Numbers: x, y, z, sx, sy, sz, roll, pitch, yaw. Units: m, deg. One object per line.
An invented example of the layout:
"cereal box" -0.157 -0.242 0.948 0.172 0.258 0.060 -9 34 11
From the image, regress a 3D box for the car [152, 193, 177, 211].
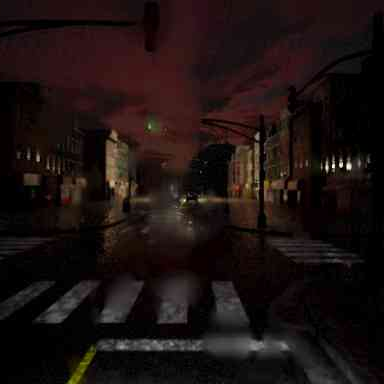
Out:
"car" -2.856 1.153 33.829 1.812 1.442 4.674 0 1 0

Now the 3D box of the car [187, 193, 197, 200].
"car" -0.018 0.874 66.133 1.994 1.385 4.181 0 1 0

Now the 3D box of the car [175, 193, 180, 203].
"car" -2.831 0.944 51.440 2.128 1.511 4.902 0 0 0

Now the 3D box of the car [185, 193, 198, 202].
"car" -0.015 0.915 55.716 1.837 1.490 4.892 0 1 0
